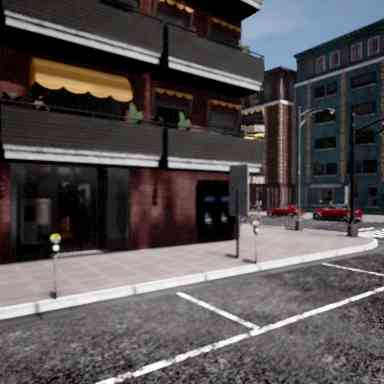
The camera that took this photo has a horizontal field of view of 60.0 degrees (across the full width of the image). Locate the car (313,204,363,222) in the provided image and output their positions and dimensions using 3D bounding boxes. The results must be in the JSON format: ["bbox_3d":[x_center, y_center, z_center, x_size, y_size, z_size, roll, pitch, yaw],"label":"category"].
[{"bbox_3d":[12.777,1.767,29.472,1.967,1.590,4.097,0,0,-35],"label":"car"}]

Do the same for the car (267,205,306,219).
[{"bbox_3d":[9.586,1.977,34.009,1.802,1.307,4.206,0,0,-35],"label":"car"}]

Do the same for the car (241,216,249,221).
[{"bbox_3d":[3.144,1.786,29.461,1.967,1.590,4.097,0,0,-35],"label":"car"}]
